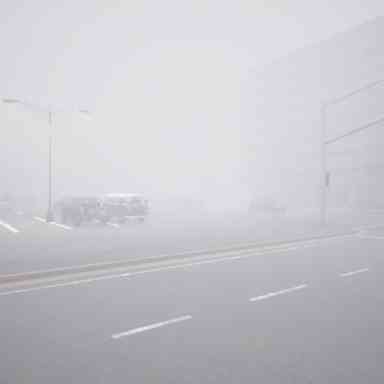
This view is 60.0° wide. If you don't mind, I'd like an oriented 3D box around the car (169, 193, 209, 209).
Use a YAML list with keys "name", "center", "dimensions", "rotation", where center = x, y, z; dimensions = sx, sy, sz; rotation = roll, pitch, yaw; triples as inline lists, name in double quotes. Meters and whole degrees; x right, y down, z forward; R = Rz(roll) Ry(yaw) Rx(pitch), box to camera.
- name: "car"
  center: [-0.496, 1.279, 47.812]
  dimensions: [2.150, 2.045, 5.566]
  rotation: [0, 0, -35]

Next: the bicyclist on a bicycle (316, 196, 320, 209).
- name: "bicyclist on a bicycle"
  center: [16.505, 1.356, 42.866]
  dimensions: [1.656, 1.620, 0.582]
  rotation: [0, 0, -35]

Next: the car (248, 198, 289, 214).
- name: "car"
  center: [8.141, 1.407, 35.678]
  dimensions: [2.097, 1.767, 4.553]
  rotation: [0, 0, -35]

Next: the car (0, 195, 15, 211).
- name: "car"
  center: [-21.815, 1.451, 37.892]
  dimensions: [1.970, 1.475, 3.806]
  rotation: [0, 0, -35]

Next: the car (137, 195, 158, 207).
- name: "car"
  center: [-8.953, 1.547, 66.022]
  dimensions: [2.128, 1.511, 4.902]
  rotation: [0, 0, -35]

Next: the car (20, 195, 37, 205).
- name: "car"
  center: [-27.298, 1.209, 55.342]
  dimensions: [1.932, 1.855, 4.605]
  rotation: [0, 0, -35]

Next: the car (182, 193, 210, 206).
- name: "car"
  center: [0.625, 1.277, 58.629]
  dimensions: [2.150, 2.045, 5.566]
  rotation: [0, 0, -35]

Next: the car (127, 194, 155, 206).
- name: "car"
  center: [-9.304, 1.210, 60.330]
  dimensions: [2.033, 1.411, 5.357]
  rotation: [0, 0, -35]

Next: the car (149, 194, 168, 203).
- name: "car"
  center: [-7.019, 1.407, 69.358]
  dimensions: [2.097, 1.767, 4.553]
  rotation: [0, 0, -35]

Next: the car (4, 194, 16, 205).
- name: "car"
  center: [-29.692, 1.212, 53.715]
  dimensions: [1.905, 1.878, 3.866]
  rotation: [0, 0, -35]

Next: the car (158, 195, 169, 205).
- name: "car"
  center: [-3.540, 1.533, 58.443]
  dimensions: [1.882, 1.535, 5.008]
  rotation: [0, 0, -36]
